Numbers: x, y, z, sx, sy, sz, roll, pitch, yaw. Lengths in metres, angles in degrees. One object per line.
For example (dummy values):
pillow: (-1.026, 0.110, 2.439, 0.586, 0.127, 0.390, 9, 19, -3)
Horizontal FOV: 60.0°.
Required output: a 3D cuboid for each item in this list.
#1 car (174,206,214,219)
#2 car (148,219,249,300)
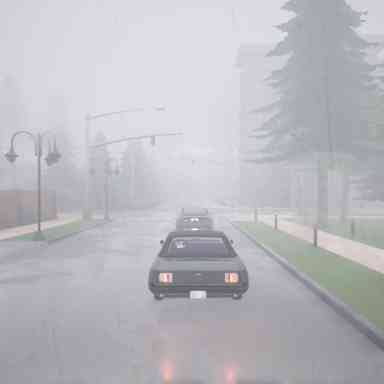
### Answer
car: (0.130, 1.505, 17.603, 1.837, 1.490, 4.892, 0, 0, 0)
car: (0.118, 1.601, 8.341, 1.895, 1.301, 4.718, 0, 0, 0)
